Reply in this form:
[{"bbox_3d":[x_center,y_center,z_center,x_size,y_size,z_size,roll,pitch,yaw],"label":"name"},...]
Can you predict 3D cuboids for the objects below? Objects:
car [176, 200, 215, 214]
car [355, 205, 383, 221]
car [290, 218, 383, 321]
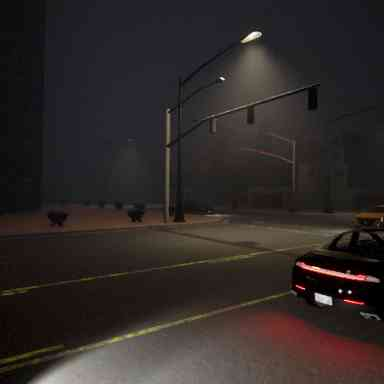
[{"bbox_3d":[0.243,1.624,36.043,2.033,1.411,5.357,1,-1,-35],"label":"car"},{"bbox_3d":[12.517,1.595,21.573,5.008,1.535,1.882,1,0,-36],"label":"car"},{"bbox_3d":[4.080,1.503,6.715,4.902,1.511,2.128,0,0,-35],"label":"car"}]
